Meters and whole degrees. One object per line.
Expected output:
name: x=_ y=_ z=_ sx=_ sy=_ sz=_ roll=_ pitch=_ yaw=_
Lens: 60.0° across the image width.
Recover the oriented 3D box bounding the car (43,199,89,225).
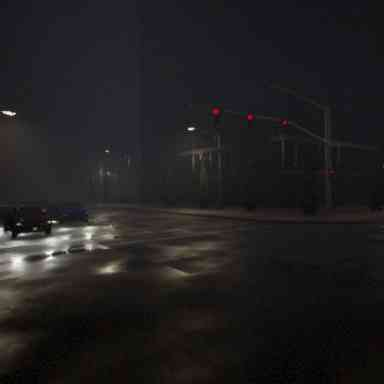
car: x=-9.039 y=1.424 z=24.114 sx=1.882 sy=1.535 sz=5.008 roll=-1 pitch=1 yaw=-36

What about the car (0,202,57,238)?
car: x=-9.059 y=1.531 z=18.203 sx=1.812 sy=1.442 sz=4.674 roll=-1 pitch=1 yaw=-36

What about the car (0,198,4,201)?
car: x=-21.476 y=1.261 z=35.361 sx=2.150 sy=2.045 sz=5.566 roll=-1 pitch=1 yaw=-35

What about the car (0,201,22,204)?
car: x=-14.403 y=1.622 z=25.567 sx=1.895 sy=1.301 sz=4.718 roll=-1 pitch=1 yaw=-36

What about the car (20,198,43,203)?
car: x=-14.557 y=1.452 z=31.756 sx=2.128 sy=1.511 sz=4.902 roll=-1 pitch=1 yaw=-36

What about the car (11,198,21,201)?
car: x=-21.607 y=1.474 z=41.542 sx=2.128 sy=1.511 sz=4.902 roll=-1 pitch=1 yaw=-36
